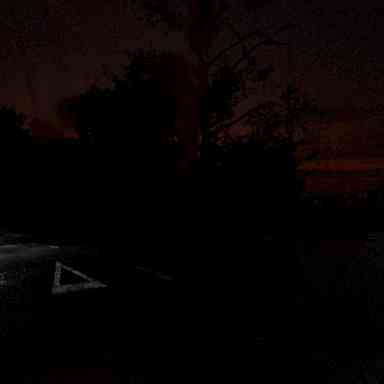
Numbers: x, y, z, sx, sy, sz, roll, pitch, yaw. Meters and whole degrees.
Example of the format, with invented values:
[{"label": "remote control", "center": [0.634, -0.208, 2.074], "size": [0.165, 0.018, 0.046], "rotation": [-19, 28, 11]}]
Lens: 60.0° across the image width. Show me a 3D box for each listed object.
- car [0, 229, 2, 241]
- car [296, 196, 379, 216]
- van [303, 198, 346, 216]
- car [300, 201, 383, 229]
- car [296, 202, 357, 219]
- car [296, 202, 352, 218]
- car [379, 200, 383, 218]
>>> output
[{"label": "car", "center": [-10.383, 1.401, 14.202], "size": [4.553, 1.767, 2.097], "rotation": [0, 0, 24]}, {"label": "car", "center": [11.571, 1.402, 27.028], "size": [5.566, 2.045, 2.435], "rotation": [0, -1, 17]}, {"label": "van", "center": [14.929, 1.700, 37.682], "size": [4.442, 1.987, 1.878], "rotation": [0, -2, 17]}, {"label": "car", "center": [10.743, 1.609, 24.357], "size": [4.892, 1.521, 2.231], "rotation": [0, -1, 17]}, {"label": "car", "center": [13.040, 1.777, 32.550], "size": [5.366, 1.575, 1.946], "rotation": [0, -1, 17]}, {"label": "car", "center": [13.820, 1.845, 35.094], "size": [5.366, 1.575, 1.946], "rotation": [0, -2, 17]}, {"label": "car", "center": [19.459, 1.622, 35.484], "size": [1.837, 1.490, 4.892], "rotation": [0, -2, 17]}]
